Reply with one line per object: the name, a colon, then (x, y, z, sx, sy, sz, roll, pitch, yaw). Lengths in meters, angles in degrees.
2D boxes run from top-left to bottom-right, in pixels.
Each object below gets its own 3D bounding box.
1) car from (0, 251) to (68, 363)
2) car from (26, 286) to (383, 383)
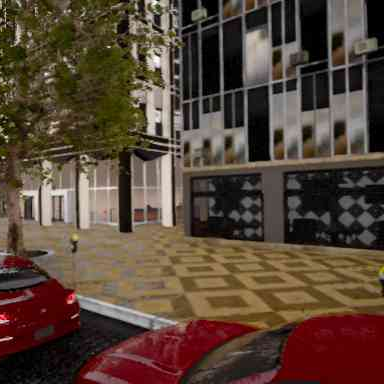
car: (-3.545, 1.644, 5.417, 4.206, 1.307, 1.802, -1, -1, 36)
car: (1.071, 1.548, 2.119, 4.507, 1.381, 1.887, -1, -1, 36)
